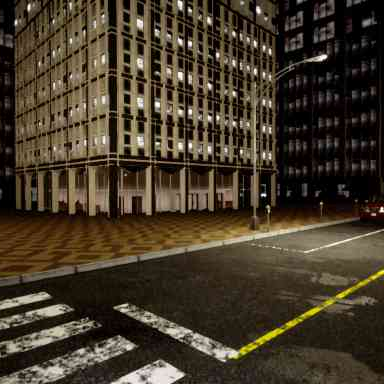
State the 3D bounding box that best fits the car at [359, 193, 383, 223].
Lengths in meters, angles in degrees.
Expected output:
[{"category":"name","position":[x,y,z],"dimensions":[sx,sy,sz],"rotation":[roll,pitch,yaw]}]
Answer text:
[{"category":"car","position":[12.800,1.022,21.876],"dimensions":[5.009,1.841,2.192],"rotation":[-1,1,-44]}]
